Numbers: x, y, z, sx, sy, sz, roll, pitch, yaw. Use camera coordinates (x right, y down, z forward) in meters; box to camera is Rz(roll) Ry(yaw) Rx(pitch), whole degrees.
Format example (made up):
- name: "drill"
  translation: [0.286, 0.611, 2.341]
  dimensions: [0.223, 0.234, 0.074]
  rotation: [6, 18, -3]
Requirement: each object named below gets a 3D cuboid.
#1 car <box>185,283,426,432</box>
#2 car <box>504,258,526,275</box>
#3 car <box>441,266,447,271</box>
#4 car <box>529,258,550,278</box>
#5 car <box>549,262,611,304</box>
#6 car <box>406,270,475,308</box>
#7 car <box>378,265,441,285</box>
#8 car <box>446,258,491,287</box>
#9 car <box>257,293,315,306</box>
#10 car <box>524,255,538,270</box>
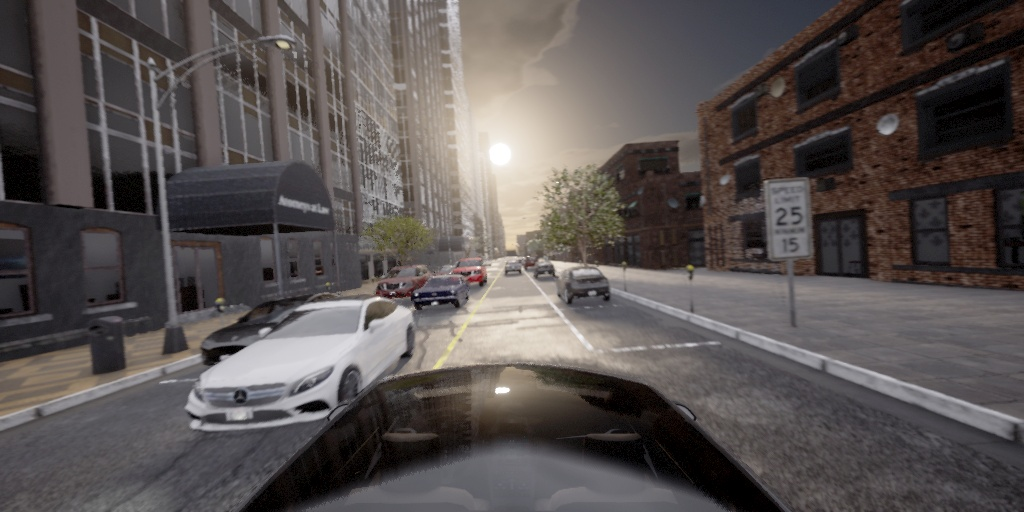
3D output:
- name: "car"
  translation: [-3.041, 1.485, 6.293]
  dimensions: [1.812, 1.442, 4.674]
  rotation: [-4, 0, 0]
- name: "car"
  translation: [0.117, 1.274, 40.267]
  dimensions: [2.033, 1.411, 5.357]
  rotation: [-4, 0, 0]
- name: "car"
  translation: [-5.618, 1.574, 30.859]
  dimensions: [1.967, 1.591, 4.097]
  rotation: [0, 0, 0]
- name: "car"
  translation: [2.766, 1.096, 30.851]
  dimensions: [2.007, 1.370, 4.403]
  rotation: [0, 0, 0]
- name: "car"
  translation: [2.900, 1.091, 14.983]
  dimensions: [2.007, 1.370, 4.403]
  rotation: [0, 0, 0]
- name: "car"
  translation: [-3.051, 1.558, 16.318]
  dimensions: [1.895, 1.301, 4.718]
  rotation: [-4, 0, 0]
- name: "car"
  translation: [-5.696, 1.458, 19.789]
  dimensions: [2.192, 1.841, 5.009]
  rotation: [0, 0, 0]
- name: "car"
  translation: [-3.083, 1.177, 26.919]
  dimensions: [2.150, 2.045, 5.566]
  rotation: [-4, 0, 0]
- name: "car"
  translation: [-5.713, 1.713, 9.447]
  dimensions: [1.948, 1.339, 4.313]
  rotation: [0, 0, 0]
- name: "car"
  translation: [2.736, 0.856, 48.190]
  dimensions: [2.192, 1.841, 5.009]
  rotation: [0, 0, 0]
